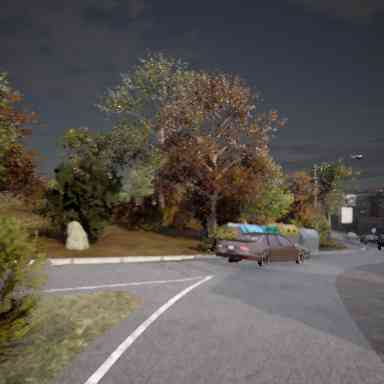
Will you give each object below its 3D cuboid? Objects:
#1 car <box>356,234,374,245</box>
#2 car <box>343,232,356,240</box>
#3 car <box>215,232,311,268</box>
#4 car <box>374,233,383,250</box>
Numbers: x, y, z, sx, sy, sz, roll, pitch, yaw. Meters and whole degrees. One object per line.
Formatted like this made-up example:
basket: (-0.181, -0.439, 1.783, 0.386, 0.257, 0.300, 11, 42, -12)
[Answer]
car: (29.062, 7.677, 54.702, 2.097, 1.767, 4.553, 0, -5, 16)
car: (31.420, 8.723, 66.034, 1.812, 1.442, 4.674, 0, -3, 9)
car: (3.363, 2.566, 15.139, 5.357, 1.411, 2.033, 9, -9, -43)
car: (23.254, 5.880, 39.504, 2.150, 2.045, 5.566, -1, -7, 28)
